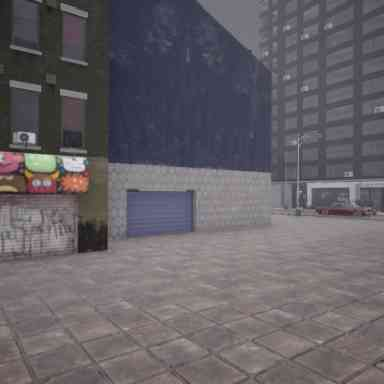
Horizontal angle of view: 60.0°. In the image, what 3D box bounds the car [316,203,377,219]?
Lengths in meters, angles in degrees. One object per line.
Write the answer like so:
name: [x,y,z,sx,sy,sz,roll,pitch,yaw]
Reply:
car: [13.495,1.625,29.249,1.895,1.301,4.718,1,0,-36]
